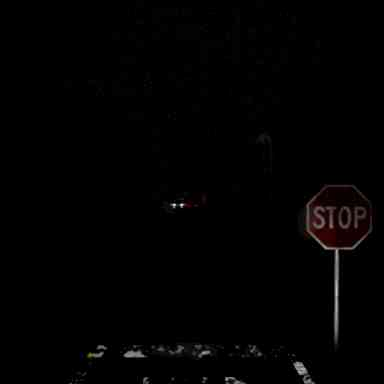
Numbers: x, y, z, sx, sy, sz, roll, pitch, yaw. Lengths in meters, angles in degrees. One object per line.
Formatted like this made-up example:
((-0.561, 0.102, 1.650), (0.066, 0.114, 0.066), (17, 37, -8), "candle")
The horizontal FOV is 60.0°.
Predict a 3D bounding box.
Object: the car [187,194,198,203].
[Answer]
((0.111, 1.337, 71.208), (2.097, 1.767, 4.553), (0, 0, 0), "car")

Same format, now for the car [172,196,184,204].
((-2.645, 1.571, 65.421), (1.812, 1.442, 4.674), (0, 0, 0), "car")

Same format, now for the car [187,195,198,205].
((0.098, 1.564, 61.220), (1.812, 1.442, 4.674), (0, 0, 0), "car")
